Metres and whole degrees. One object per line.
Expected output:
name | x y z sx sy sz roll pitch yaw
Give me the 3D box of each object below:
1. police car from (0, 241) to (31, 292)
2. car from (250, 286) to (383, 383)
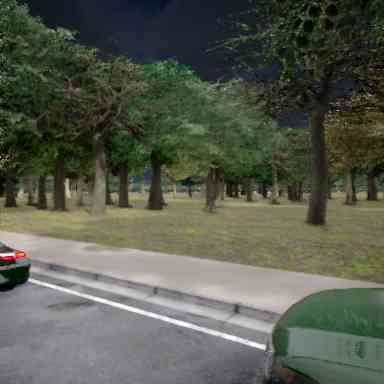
police car | -5.963 1.509 7.812 4.974 1.542 2.038 0 0 35
car | 2.974 1.220 1.440 5.566 2.045 2.150 0 0 36
